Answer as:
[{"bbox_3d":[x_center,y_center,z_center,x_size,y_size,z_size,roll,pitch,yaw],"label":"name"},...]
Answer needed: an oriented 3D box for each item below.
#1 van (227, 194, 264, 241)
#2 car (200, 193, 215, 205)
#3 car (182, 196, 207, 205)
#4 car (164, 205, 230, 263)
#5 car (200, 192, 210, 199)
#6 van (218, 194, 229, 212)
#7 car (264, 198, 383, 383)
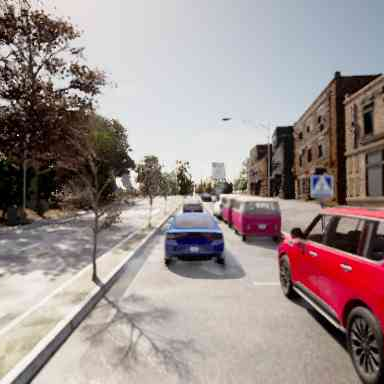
[{"bbox_3d":[3.046,1.252,16.591,1.878,1.987,4.442,0,0,0],"label":"van"},{"bbox_3d":[2.909,1.140,66.492,1.882,1.535,5.008,0,2,0],"label":"car"},{"bbox_3d":[0.085,1.463,32.023,2.128,1.511,4.902,0,0,0],"label":"car"},{"bbox_3d":[0.078,1.478,12.028,1.882,1.535,5.008,0,0,0],"label":"car"},{"bbox_3d":[2.907,0.812,74.350,1.994,1.385,4.181,0,2,0],"label":"car"},{"bbox_3d":[3.045,1.245,22.138,1.878,1.987,4.442,0,0,0],"label":"van"},{"bbox_3d":[3.049,1.230,5.410,2.435,2.045,5.566,0,0,0],"label":"car"}]
